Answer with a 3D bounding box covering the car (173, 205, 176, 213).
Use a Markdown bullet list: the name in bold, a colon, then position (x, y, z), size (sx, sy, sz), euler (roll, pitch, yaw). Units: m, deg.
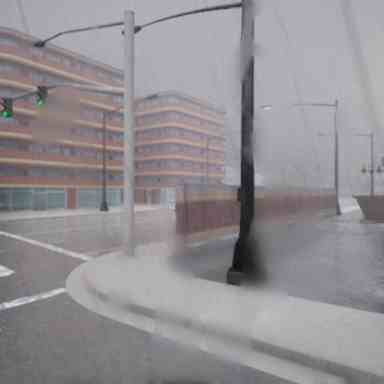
- **car**: position (0.154, 1.434, 32.740), size (2.128, 1.511, 4.902), euler (0, 0, 35)
